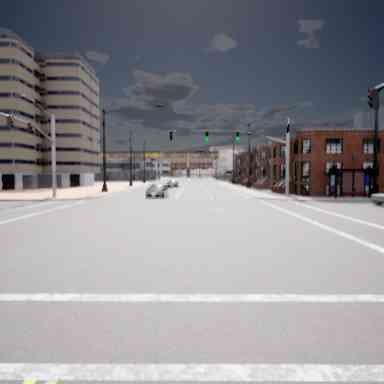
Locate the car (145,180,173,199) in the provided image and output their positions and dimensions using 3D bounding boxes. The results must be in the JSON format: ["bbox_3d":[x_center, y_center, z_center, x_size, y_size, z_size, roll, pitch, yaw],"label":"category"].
[{"bbox_3d":[-3.463,-0.108,33.477,2.128,1.511,4.902,0,4,3],"label":"car"}]

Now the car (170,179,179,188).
[{"bbox_3d":[-3.292,-1.461,57.958,2.128,1.511,4.902,0,4,0],"label":"car"}]

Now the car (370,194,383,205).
[{"bbox_3d":[16.053,0.414,24.979,4.718,1.301,1.895,0,3,-4],"label":"car"}]
